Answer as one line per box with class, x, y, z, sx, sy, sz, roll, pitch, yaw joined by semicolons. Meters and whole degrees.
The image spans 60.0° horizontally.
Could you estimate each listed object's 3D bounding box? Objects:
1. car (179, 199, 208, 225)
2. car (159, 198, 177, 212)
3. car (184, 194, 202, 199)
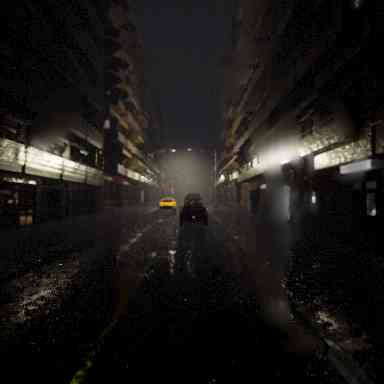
car;0.107;1.492;24.157;1.882;1.535;5.008;0;0;0
car;-2.829;1.489;39.545;1.882;1.535;5.008;0;0;0
car;0.111;1.231;42.369;2.150;2.045;5.566;0;0;0
